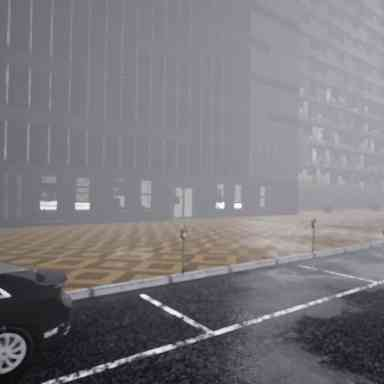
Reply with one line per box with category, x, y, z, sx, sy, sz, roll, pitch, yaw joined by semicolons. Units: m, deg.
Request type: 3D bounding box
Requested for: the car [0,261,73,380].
car;-3.719;1.542;3.894;4.403;1.369;2.008;1;0;-36
